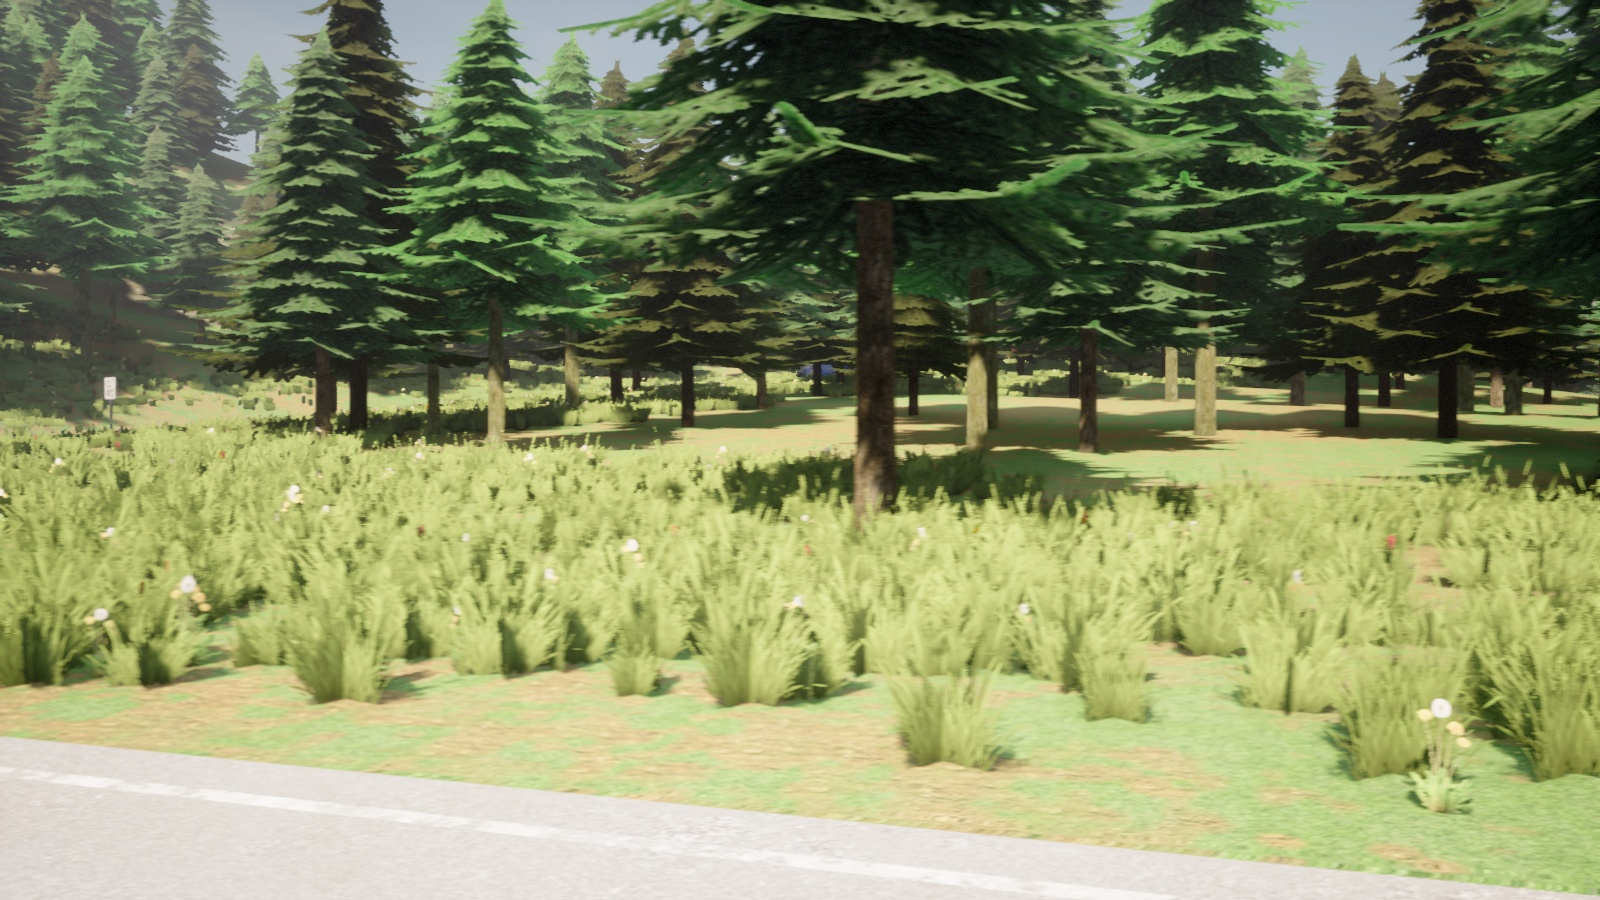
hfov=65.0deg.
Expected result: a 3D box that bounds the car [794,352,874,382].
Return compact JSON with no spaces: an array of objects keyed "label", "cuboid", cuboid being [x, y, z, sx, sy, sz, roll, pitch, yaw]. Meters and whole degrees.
[{"label":"car","cuboid":[1.996,-4.894,74.174,4.181,1.385,1.994,-6,3,-21]}]
